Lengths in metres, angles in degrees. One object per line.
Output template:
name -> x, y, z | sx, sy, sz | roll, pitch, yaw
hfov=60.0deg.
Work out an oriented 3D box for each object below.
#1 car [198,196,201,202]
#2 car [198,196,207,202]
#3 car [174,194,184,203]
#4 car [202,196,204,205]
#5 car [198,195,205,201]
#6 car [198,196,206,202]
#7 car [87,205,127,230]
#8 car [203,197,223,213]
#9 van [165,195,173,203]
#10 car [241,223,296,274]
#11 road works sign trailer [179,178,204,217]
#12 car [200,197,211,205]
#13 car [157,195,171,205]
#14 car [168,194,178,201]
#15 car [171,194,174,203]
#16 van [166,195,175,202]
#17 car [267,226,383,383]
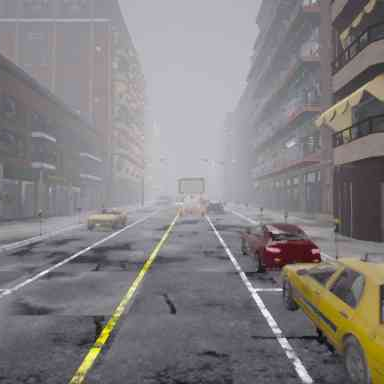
car -> 2.584, 1.666, 59.991 | 1.887, 1.381, 4.507 | 1, 0, 0
car -> 2.583, 1.756, 82.115 | 1.887, 1.381, 4.507 | 1, 0, 0
car -> -2.751, 1.665, 75.993 | 2.128, 1.511, 4.902 | 0, 0, 0
car -> 2.585, 1.593, 43.571 | 1.752, 1.417, 4.829 | 1, 0, 0
car -> 2.593, 1.707, 93.177 | 1.967, 1.590, 4.097 | 1, 0, 0
car -> 2.583, 1.783, 87.645 | 1.887, 1.381, 4.507 | 1, 0, 0
car -> -5.294, 1.545, 21.177 | 1.752, 1.417, 4.829 | 2, 0, 0
car -> 2.584, 1.598, 37.869 | 1.887, 1.381, 4.507 | 1, 0, 0
van -> -5.291, 1.527, 76.645 | 1.690, 1.788, 3.998 | 2, 0, 0
car -> 2.584, 1.589, 10.219 | 1.802, 1.307, 4.206 | 1, 0, 0
road works sign trailer -> -0.021, 0.490, 31.539 | 2.380, 3.560, 2.880 | -1, 0, 0
car -> 2.583, 1.692, 65.523 | 2.008, 1.369, 4.403 | 1, 0, 0
car -> -5.296, 1.647, 59.884 | 1.752, 1.417, 4.829 | 2, 0, 0
car -> -5.292, 1.583, 93.238 | 2.192, 1.841, 5.009 | 1, 0, 0
car -> -5.290, 1.457, 65.587 | 2.192, 1.841, 5.009 | 2, 0, 0
van -> -5.292, 1.553, 82.177 | 1.690, 1.788, 3.998 | 1, 0, 0
car -> 2.586, 1.528, 4.860 | 1.752, 1.417, 4.829 | 2, 0, 0
